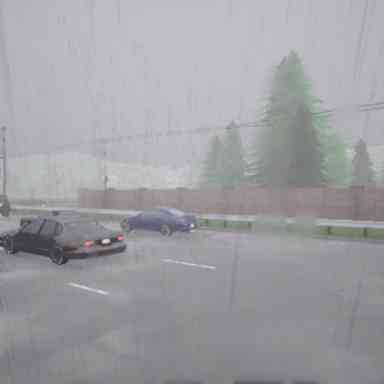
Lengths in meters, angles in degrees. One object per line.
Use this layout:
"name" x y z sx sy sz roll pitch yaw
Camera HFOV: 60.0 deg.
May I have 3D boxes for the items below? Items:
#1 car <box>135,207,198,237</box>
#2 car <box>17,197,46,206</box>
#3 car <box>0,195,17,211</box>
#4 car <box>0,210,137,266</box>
"car" -1.852 1.535 18.209 4.674 1.442 1.812 0 0 35
"car" -26.321 1.568 54.096 4.674 1.442 1.812 0 0 -22
"car" -18.687 1.248 30.263 5.566 2.045 2.150 0 0 36
"car" -4.671 1.556 11.637 5.357 1.411 2.033 0 0 36
